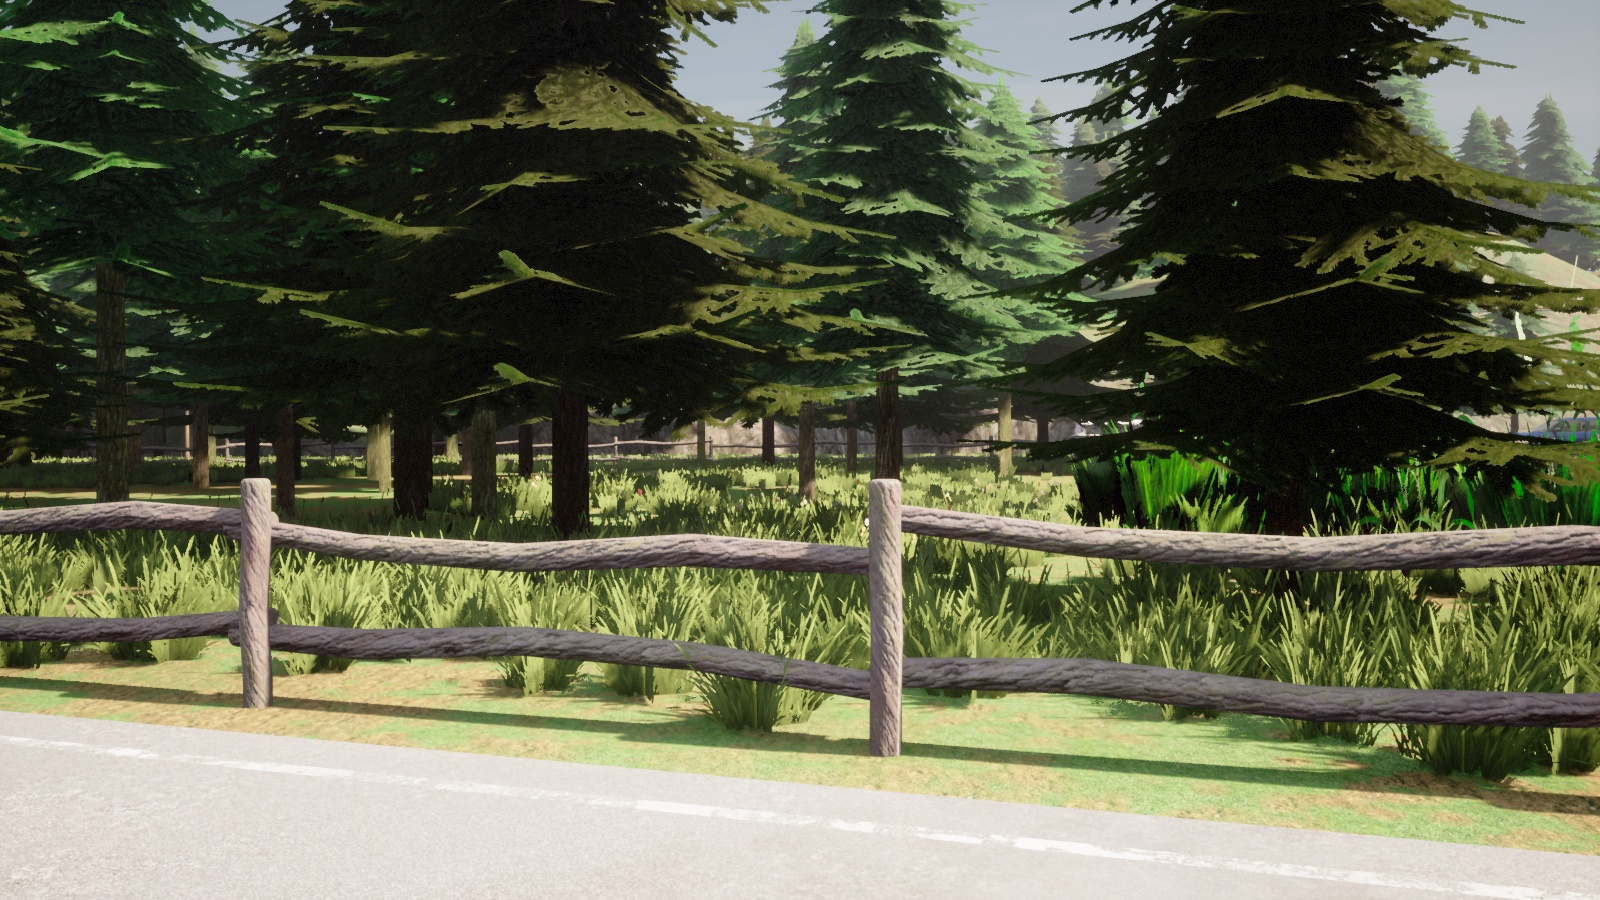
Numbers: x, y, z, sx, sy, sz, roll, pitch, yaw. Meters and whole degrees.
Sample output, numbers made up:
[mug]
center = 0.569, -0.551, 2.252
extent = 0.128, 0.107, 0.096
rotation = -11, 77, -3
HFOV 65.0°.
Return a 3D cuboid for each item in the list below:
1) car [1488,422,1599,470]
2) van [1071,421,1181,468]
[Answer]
[car]
center = 33.940, -0.185, 55.724
extent = 5.566, 2.045, 2.150
rotation = 0, 1, 10
[van]
center = 14.384, -0.253, 55.666
extent = 4.480, 2.038, 2.069
rotation = 0, 1, 8
